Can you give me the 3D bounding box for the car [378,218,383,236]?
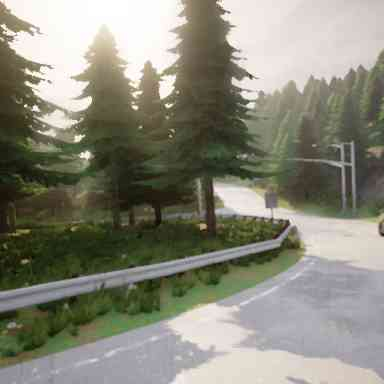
[{"bbox_3d":[11.237,1.744,17.344,1.812,1.442,4.674,-3,-2,14],"label":"car"}]
